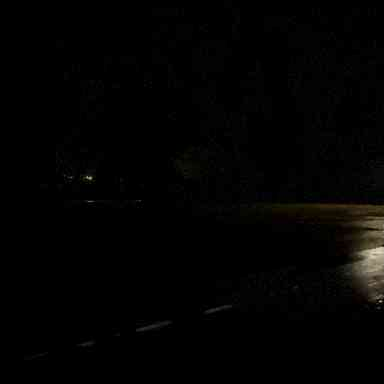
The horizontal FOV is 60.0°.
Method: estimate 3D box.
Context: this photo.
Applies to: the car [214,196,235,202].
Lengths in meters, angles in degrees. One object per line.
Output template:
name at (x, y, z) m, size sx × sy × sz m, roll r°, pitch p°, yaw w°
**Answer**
car at (7.024, 1.476, 72.258) m, size 2.033 × 1.411 × 5.357 m, roll 3°, pitch -2°, yaw -33°
